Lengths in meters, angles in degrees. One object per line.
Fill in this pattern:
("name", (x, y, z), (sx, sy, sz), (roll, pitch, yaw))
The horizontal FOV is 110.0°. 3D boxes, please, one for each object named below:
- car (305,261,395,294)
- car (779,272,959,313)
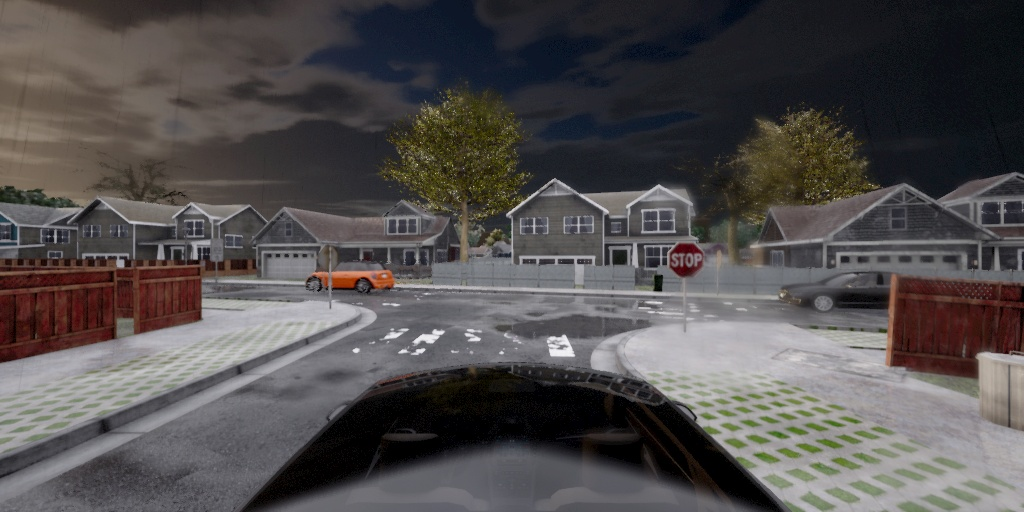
("car", (-8.832, 1.067, 19.557), (4.553, 1.767, 2.097), (0, 0, 15))
("car", (12.892, 1.336, 13.294), (4.892, 1.490, 1.837), (0, 0, 18))
